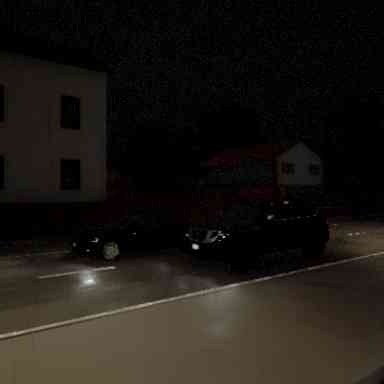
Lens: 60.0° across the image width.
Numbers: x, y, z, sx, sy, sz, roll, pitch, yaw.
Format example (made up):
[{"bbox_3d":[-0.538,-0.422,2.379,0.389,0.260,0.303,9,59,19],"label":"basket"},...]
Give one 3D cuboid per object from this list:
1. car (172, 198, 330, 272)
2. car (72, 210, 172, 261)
[{"bbox_3d":[2.351,1.224,11.199,5.566,2.045,2.150,0,0,-36],"label":"car"},{"bbox_3d":[-1.862,1.479,12.493,5.008,1.535,1.882,0,0,-36],"label":"car"}]
